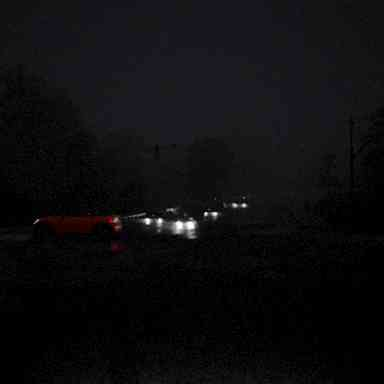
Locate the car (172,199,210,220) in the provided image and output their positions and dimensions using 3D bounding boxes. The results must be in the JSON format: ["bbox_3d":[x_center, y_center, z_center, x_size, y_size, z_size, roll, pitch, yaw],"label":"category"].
[{"bbox_3d":[0.000,1.799,32.285,2.128,1.511,4.902,0,0,14],"label":"car"}]

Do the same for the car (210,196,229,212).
[{"bbox_3d":[2.899,1.701,42.679,2.033,1.411,5.357,0,1,18],"label":"car"}]

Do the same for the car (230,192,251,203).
[{"bbox_3d":[8.581,0.904,56.647,2.097,1.767,4.553,0,3,26],"label":"car"}]

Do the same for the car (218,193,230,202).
[{"bbox_3d":[5.488,1.064,58.288,1.837,1.490,4.892,0,3,26],"label":"car"}]

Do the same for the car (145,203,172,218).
[{"bbox_3d":[-3.067,1.853,34.614,2.033,1.411,5.357,0,0,14],"label":"car"}]

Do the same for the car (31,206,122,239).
[{"bbox_3d":[-6.193,1.547,18.034,4.553,1.767,2.097,0,-1,1],"label":"car"}]
